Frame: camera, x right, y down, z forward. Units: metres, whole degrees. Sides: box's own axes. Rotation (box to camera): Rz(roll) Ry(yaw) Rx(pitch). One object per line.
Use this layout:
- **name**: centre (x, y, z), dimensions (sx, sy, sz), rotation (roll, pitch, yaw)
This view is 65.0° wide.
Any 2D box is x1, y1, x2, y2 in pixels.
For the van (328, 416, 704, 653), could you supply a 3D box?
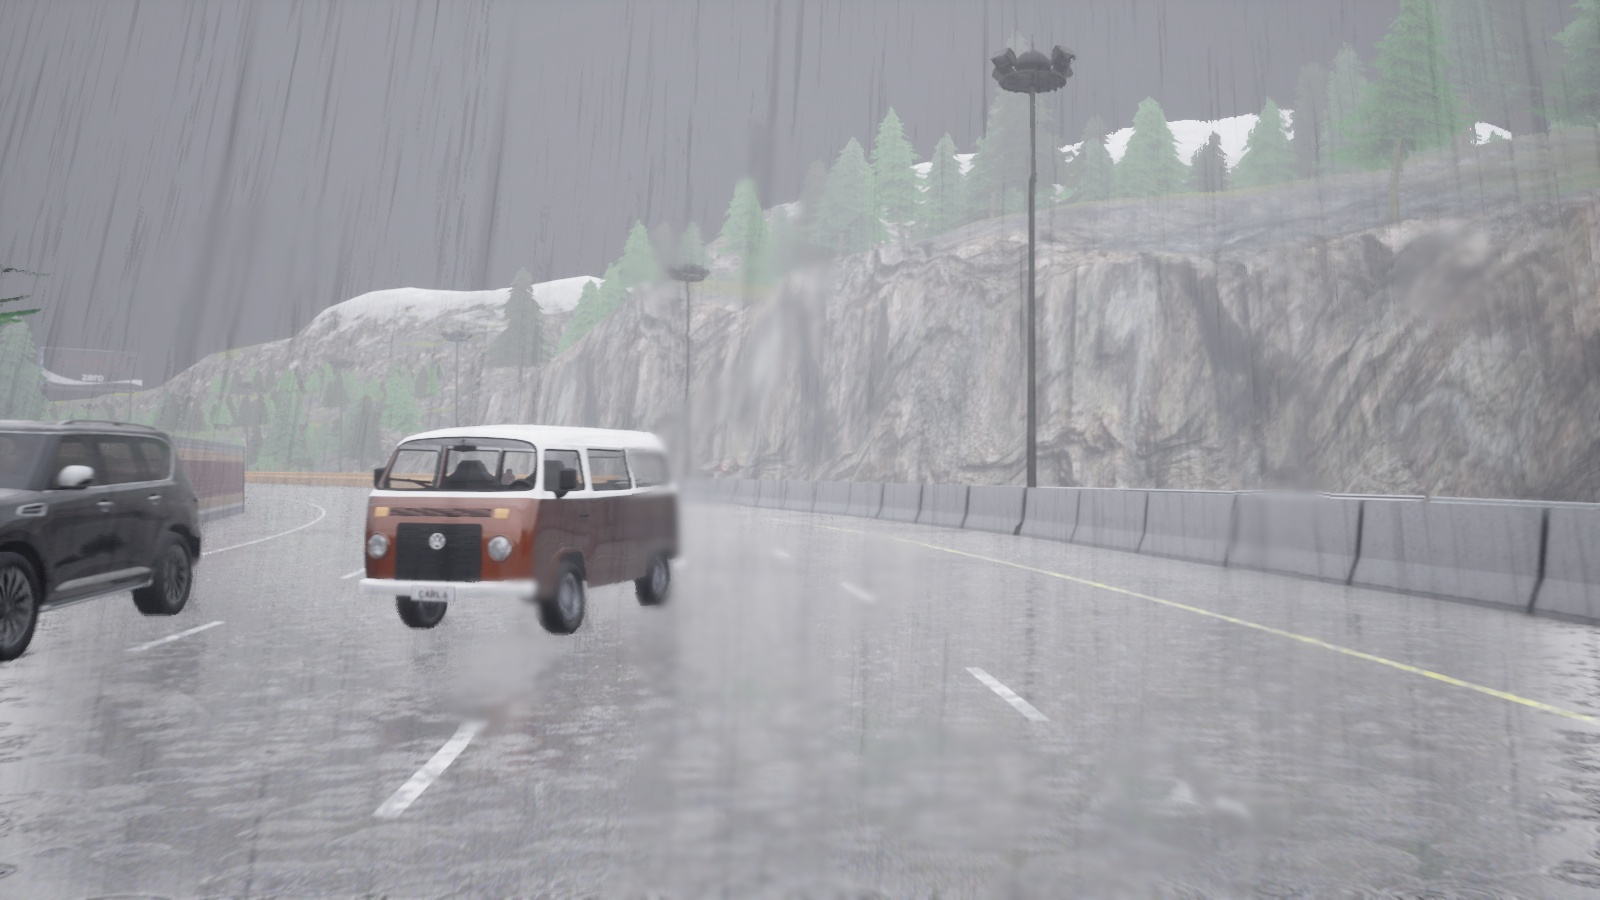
- **van**: centre (-2.707, 0.771, 13.250), dimensions (2.069, 2.038, 4.480), rotation (0, -1, 14)

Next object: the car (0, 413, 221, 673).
- **car**: centre (-7.530, 0.761, 11.686), dimensions (2.150, 2.045, 5.566), rotation (0, -1, -5)
